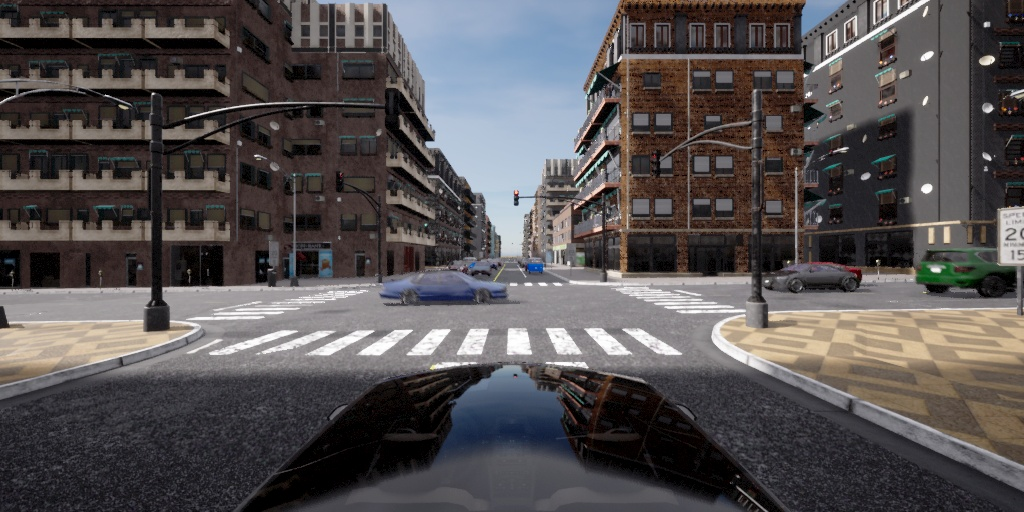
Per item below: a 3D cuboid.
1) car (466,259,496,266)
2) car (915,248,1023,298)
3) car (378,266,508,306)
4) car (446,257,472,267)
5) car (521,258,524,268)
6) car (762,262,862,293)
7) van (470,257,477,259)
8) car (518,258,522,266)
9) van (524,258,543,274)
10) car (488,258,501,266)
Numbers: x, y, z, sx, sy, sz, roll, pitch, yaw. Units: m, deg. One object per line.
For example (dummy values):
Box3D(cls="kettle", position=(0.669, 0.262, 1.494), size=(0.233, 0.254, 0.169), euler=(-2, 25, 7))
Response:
Box3D(cls="car", position=(-2.917, 1.290, 35.252), size=(2.033, 1.411, 5.357), euler=(0, 0, 0))
Box3D(cls="car", position=(20.979, 0.665, 15.491), size=(5.566, 2.045, 2.150), euler=(-1, 0, 0))
Box3D(cls="car", position=(-2.841, 1.317, 15.432), size=(5.357, 1.411, 2.033), euler=(-1, 0, 0))
Box3D(cls="car", position=(-5.515, 1.182, 35.872), size=(1.967, 1.591, 4.097), euler=(0, 0, 0))
Box3D(cls="car", position=(2.565, 1.284, 47.053), size=(1.888, 1.381, 4.507), euler=(0, 0, 0))
Box3D(cls="car", position=(15.026, 1.088, 18.325), size=(4.181, 1.385, 1.994), euler=(-1, 0, 0))
Box3D(cls="van", position=(-5.504, 1.079, 47.036), size=(1.690, 1.789, 3.998), euler=(0, 0, 0))
Box3D(cls="car", position=(2.450, 1.301, 58.215), size=(1.948, 1.339, 4.313), euler=(0, 0, 0))
Box3D(cls="van", position=(2.613, 1.081, 40.849), size=(1.690, 1.789, 3.998), euler=(0, 0, 0))
Box3D(cls="car", position=(-2.942, 1.339, 50.229), size=(1.895, 1.301, 4.718), euler=(0, 0, 0))
